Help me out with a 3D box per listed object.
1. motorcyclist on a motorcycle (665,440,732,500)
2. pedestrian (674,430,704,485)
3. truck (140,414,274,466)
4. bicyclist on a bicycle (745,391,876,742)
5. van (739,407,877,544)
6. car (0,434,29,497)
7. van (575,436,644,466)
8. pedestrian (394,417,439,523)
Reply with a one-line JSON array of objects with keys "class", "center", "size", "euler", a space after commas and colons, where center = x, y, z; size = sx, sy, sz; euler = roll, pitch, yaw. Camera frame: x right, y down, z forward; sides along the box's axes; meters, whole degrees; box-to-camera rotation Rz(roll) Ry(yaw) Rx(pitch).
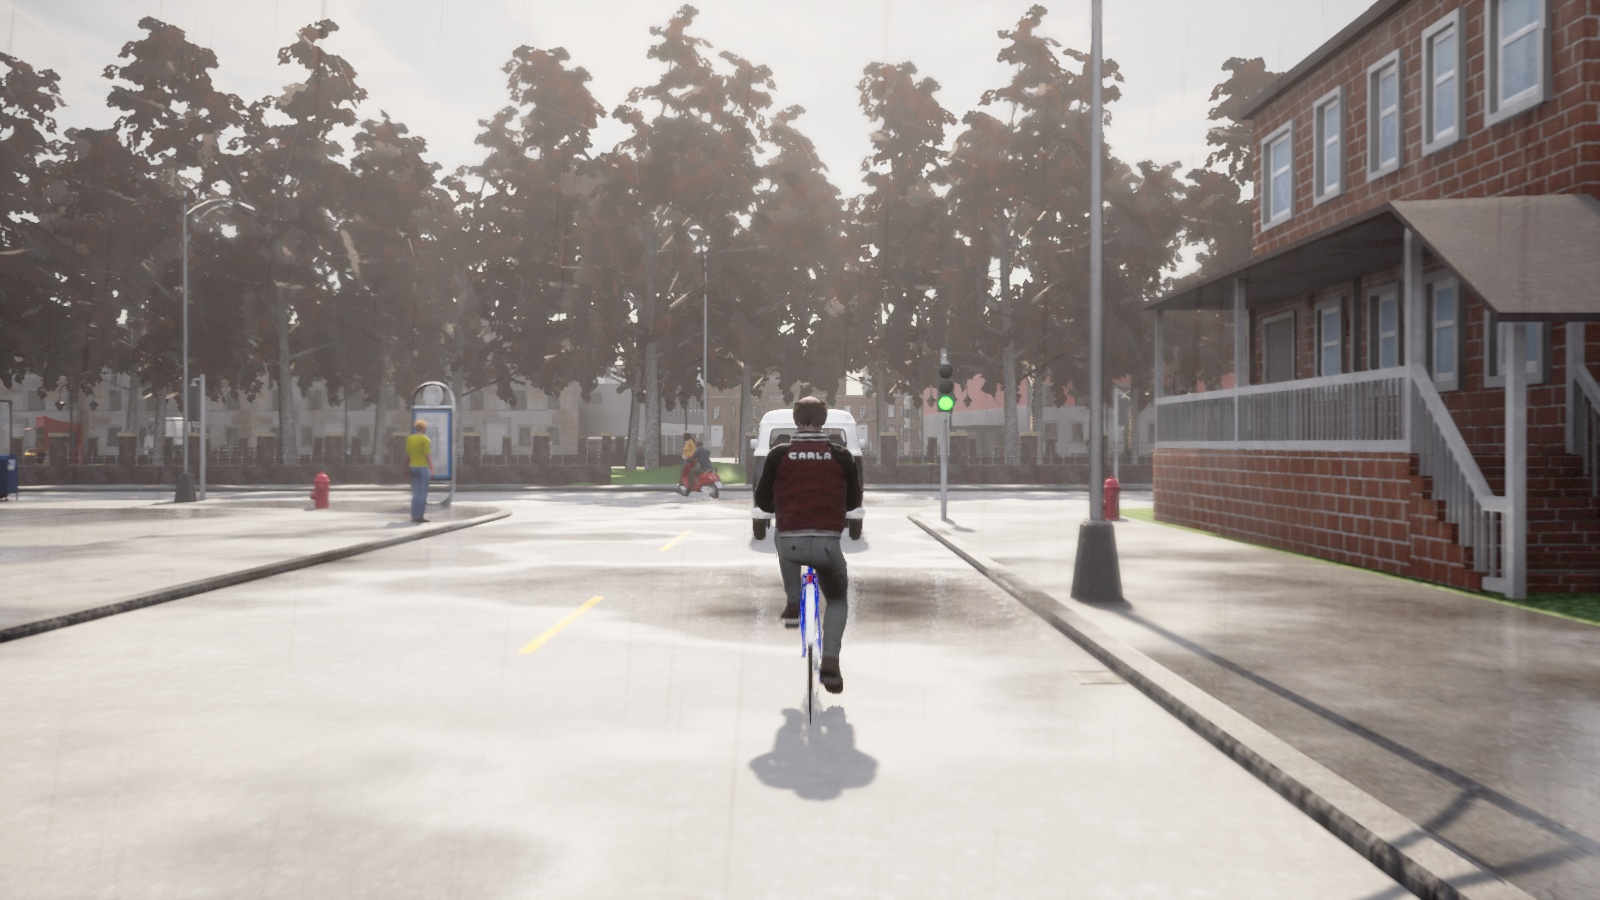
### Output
[{"class": "motorcyclist on a motorcycle", "center": [-2.820, 0.530, 34.708], "size": [0.866, 1.590, 1.817], "euler": [-3, 2, -43]}, {"class": "pedestrian", "center": [-3.764, 0.247, 42.569], "size": [0.900, 1.855, 0.874], "euler": [0, 0, 2]}, {"class": "truck", "center": [-40.853, -0.688, 86.678], "size": [7.936, 3.462, 2.891], "euler": [0, 0, 0]}, {"class": "bicyclist on a bicycle", "center": [0.057, 0.582, 7.269], "size": [0.659, 1.776, 1.843], "euler": [0, 0, 0]}, {"class": "van", "center": [0.134, 0.368, 21.027], "size": [2.069, 2.038, 4.480], "euler": [0, 0, 0]}, {"class": "car", "center": [-23.453, 0.411, 33.345], "size": [4.611, 1.667, 2.242], "euler": [0, 0, 1]}, {"class": "van", "center": [-13.107, 0.070, 86.584], "size": [4.442, 1.987, 1.775], "euler": [0, 0, 0]}, {"class": "pedestrian", "center": [-6.774, 0.343, 22.208], "size": [0.354, 1.836, 0.706], "euler": [0, 0, 31]}]
